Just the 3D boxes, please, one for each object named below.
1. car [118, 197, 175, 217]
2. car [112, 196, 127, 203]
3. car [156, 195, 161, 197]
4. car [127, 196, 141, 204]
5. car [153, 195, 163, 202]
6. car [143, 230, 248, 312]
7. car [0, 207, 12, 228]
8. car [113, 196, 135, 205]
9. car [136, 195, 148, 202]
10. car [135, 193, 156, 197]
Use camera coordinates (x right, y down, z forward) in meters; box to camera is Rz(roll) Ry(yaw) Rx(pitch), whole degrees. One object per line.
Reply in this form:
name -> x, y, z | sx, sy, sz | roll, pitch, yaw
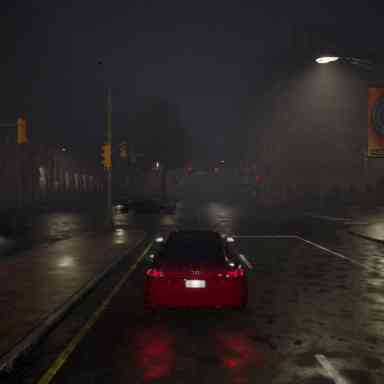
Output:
car -> -4.025, 1.505, 30.921 | 4.892, 1.490, 1.837 | 0, 0, 0
car -> -14.776, 1.595, 67.893 | 1.895, 1.301, 4.718 | 0, 0, 0
car -> -8.032, 1.601, 68.450 | 1.895, 1.301, 4.718 | 0, 0, 0
car -> -11.553, 1.564, 66.231 | 1.994, 1.385, 4.181 | 0, 0, 0
car -> -8.031, 1.500, 78.654 | 1.837, 1.490, 4.892 | 0, 0, 0
car -> 0.072, 1.564, 7.787 | 1.994, 1.385, 4.181 | 0, 0, 0
car -> -12.027, 1.547, 19.464 | 2.033, 1.411, 5.357 | 0, 0, -17
car -> -11.605, 1.564, 56.937 | 1.994, 1.385, 4.181 | 0, 0, 0
car -> -11.531, 1.478, 76.649 | 1.882, 1.535, 5.008 | 0, 0, 0
car -> -8.103, 1.221, 58.651 | 2.150, 2.045, 5.566 | 0, 0, 0
